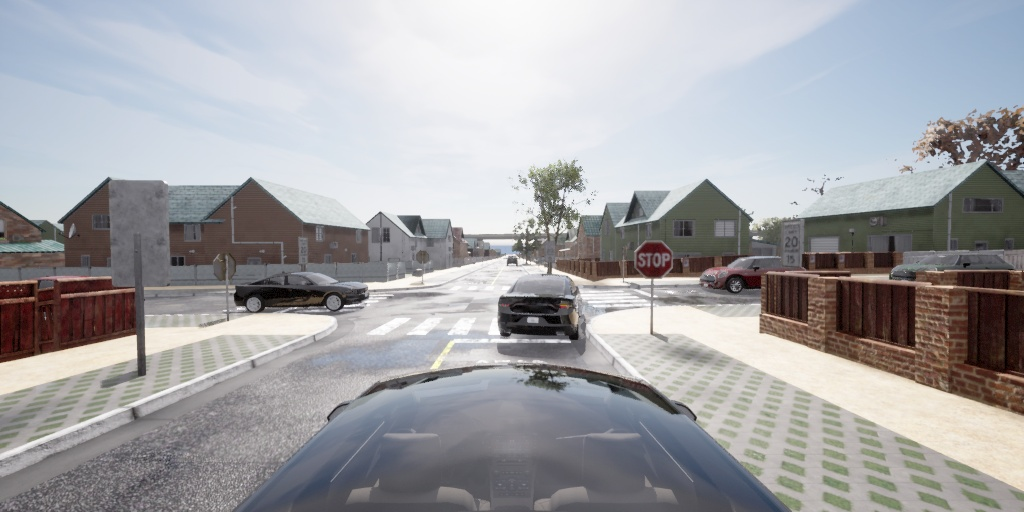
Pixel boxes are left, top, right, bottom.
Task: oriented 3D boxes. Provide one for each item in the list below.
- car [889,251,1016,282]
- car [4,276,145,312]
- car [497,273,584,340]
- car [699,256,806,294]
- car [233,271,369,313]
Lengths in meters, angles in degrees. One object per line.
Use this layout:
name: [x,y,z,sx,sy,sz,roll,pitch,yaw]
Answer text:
car: [21.711,0.646,17.783,4.553,1.767,2.097,-1,2,0]
car: [-18.014,1.547,14.590,5.008,1.535,1.882,-1,2,0]
car: [0.962,1.225,10.114,1.882,1.535,5.008,0,0,12]
car: [11.816,0.821,17.717,4.553,1.767,2.097,-1,2,0]
car: [-8.461,1.377,14.646,5.008,1.535,1.882,-1,2,0]
